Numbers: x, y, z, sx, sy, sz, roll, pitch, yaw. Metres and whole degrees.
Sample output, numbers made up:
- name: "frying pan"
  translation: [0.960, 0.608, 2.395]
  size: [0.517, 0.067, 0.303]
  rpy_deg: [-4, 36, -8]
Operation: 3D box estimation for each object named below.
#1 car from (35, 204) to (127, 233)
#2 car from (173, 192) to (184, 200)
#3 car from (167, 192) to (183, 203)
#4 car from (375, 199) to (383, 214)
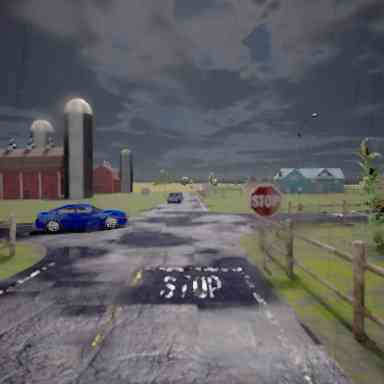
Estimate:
- name: "car"
  translation: [-6.297, 1.412, 19.158]
  size: [5.008, 1.535, 1.882]
  rpy_deg: [-2, 1, -11]
- name: "car"
  translation: [-2.728, 0.757, 67.761]
  size: [1.882, 1.535, 5.008]
  rpy_deg: [0, 1, 0]
- name: "car"
  translation: [-2.787, 0.793, 52.339]
  size: [2.097, 1.767, 4.553]
  rpy_deg: [0, 1, 1]
- name: "car"
  translation: [15.231, 0.957, 23.674]
  size: [4.674, 1.442, 1.812]
  rpy_deg: [-1, 2, -13]
